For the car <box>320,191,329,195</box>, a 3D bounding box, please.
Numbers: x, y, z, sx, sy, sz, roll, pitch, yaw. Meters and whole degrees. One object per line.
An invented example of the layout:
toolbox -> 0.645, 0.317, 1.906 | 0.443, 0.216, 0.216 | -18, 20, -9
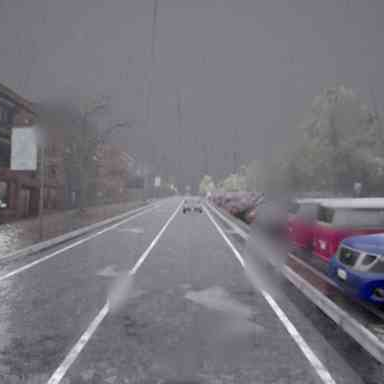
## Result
car -> 18.604, 0.939, 51.681 | 5.566, 2.045, 2.435 | 0, 0, 0

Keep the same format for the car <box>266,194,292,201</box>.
car -> 18.571, 1.101, 71.052 | 5.008, 1.535, 2.097 | 0, 0, 0

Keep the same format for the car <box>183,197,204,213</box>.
car -> 0.046, 1.422, 34.893 | 1.895, 1.301, 4.718 | 0, 0, 0

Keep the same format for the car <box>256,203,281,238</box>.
car -> 5.653, 1.427, 14.838 | 4.892, 1.521, 2.231 | 0, 0, 0

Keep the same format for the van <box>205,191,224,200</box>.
van -> 5.360, 0.846, 79.308 | 4.442, 1.987, 1.878 | 0, 0, 0

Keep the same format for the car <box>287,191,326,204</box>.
car -> 18.596, 0.922, 54.342 | 5.566, 2.045, 2.435 | 0, 0, 0

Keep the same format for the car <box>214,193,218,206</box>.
car -> 5.581, 1.263, 40.066 | 5.008, 1.535, 2.097 | 0, 0, 0

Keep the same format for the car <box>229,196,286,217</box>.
car -> 5.588, 1.210, 28.853 | 4.553, 1.767, 2.185 | 0, 0, 0

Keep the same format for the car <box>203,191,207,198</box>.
car -> 5.534, 0.857, 68.094 | 5.566, 2.045, 2.435 | 0, 0, 0

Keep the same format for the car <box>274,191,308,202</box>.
car -> 18.573, 0.878, 62.698 | 5.566, 2.045, 2.435 | 0, 0, 0

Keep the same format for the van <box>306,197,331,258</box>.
van -> 5.792, 1.237, 9.230 | 4.442, 1.987, 1.878 | 0, 0, 0

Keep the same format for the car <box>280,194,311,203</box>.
car -> 18.604, 1.143, 59.912 | 5.008, 1.535, 2.097 | 0, 0, 0

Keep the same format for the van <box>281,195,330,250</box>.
van -> 5.784, 1.219, 12.033 | 4.442, 1.987, 1.878 | 0, 0, 0

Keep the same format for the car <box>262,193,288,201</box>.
car -> 18.384, 1.089, 73.838 | 5.366, 1.575, 1.946 | 0, 0, 0

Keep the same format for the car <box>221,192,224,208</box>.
car -> 5.634, 1.174, 34.459 | 4.553, 1.767, 2.185 | 0, 0, 0

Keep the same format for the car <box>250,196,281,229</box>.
car -> 5.682, 1.283, 17.640 | 4.553, 1.767, 2.185 | 0, 0, 0

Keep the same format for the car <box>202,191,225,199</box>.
car -> 5.493, 0.806, 84.913 | 5.566, 2.045, 2.435 | 0, 0, 0

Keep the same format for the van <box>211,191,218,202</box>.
van -> 5.446, 0.983, 48.474 | 4.442, 1.987, 1.878 | 0, 0, 0

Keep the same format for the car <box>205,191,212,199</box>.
car -> 5.509, 1.119, 65.288 | 4.892, 1.521, 2.231 | 0, 0, 0

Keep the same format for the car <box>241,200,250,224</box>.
car -> 5.640, 1.430, 20.444 | 4.674, 1.452, 2.002 | 0, 0, 0

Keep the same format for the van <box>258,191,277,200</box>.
van -> 18.666, 0.838, 82.195 | 4.442, 1.987, 1.878 | 0, 0, 0

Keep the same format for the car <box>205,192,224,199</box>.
car -> 5.439, 0.937, 82.113 | 4.553, 1.767, 2.185 | 0, 0, 0

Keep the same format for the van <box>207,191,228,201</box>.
van -> 5.606, 0.864, 73.702 | 4.442, 1.987, 1.878 | 0, 0, 0

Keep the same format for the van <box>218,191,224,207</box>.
van -> 5.478, 1.056, 37.261 | 4.442, 1.987, 1.878 | 0, 0, 0

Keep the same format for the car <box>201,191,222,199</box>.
car -> 5.483, 0.803, 93.324 | 5.566, 2.045, 2.435 | 0, 0, 0

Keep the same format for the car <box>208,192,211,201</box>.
car -> 5.732, 1.170, 54.083 | 5.366, 1.575, 1.946 | 0, 0, 0

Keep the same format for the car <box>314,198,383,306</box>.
car -> 5.655, 1.229, 6.425 | 5.566, 2.045, 2.435 | 0, 0, 0

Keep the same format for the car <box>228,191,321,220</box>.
car -> 5.606, 1.121, 23.246 | 5.566, 2.045, 2.435 | 0, 0, 0

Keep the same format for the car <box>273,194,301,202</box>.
car -> 18.622, 1.148, 65.482 | 4.792, 1.488, 2.163 | 0, 0, 0

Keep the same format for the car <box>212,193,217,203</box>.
car -> 5.541, 1.257, 45.673 | 4.792, 1.488, 2.163 | 0, 0, 0

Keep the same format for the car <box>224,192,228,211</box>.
car -> 5.599, 1.103, 26.049 | 5.566, 2.045, 2.435 | 0, 0, 0
